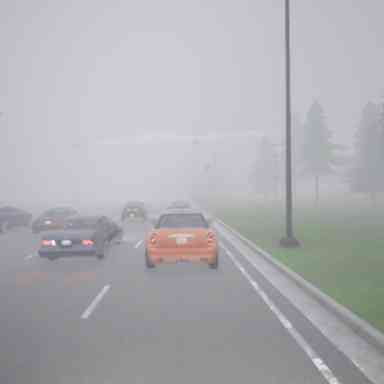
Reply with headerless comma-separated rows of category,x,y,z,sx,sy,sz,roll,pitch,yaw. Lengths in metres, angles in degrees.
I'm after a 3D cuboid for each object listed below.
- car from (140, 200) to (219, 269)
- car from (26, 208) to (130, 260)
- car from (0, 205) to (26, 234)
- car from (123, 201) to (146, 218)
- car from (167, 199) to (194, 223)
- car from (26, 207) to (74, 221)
car,-0.319,1.321,11.230,2.097,1.767,4.553,-1,1,-1
car,-3.841,1.541,12.378,2.033,1.411,5.357,-1,0,-3
car,-11.162,1.515,19.537,1.882,1.535,5.008,-1,0,-2
car,-4.444,1.455,26.523,1.837,1.490,4.892,-1,0,-2
car,-0.927,1.397,26.221,1.882,1.535,5.008,-1,0,-2
car,-7.664,1.569,19.559,1.994,1.385,4.181,-1,0,-2
